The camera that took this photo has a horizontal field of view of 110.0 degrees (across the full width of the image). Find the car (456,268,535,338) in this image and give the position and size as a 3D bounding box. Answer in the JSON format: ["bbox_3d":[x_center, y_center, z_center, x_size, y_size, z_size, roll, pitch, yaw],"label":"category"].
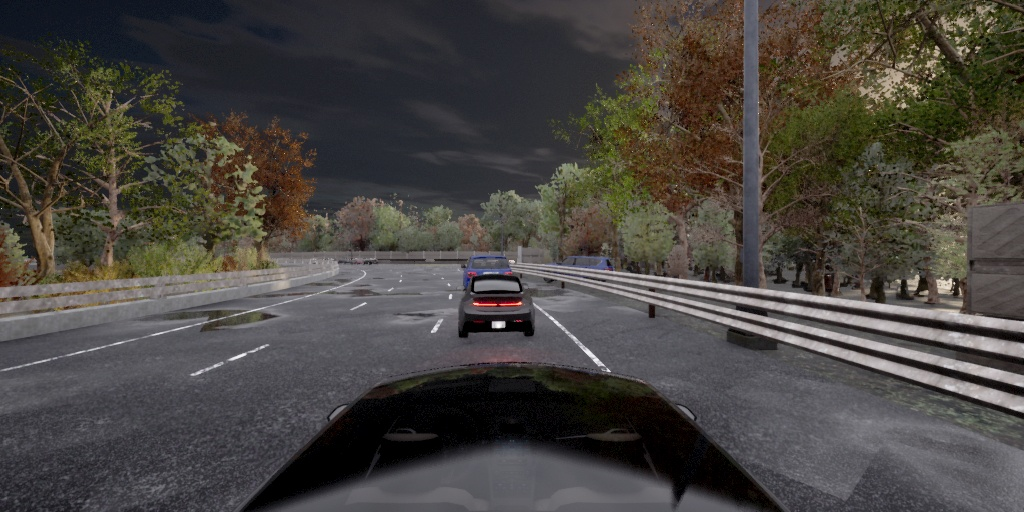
[{"bbox_3d":[-0.517,1.255,10.252,1.837,1.490,4.892,0,0,-5],"label":"car"}]

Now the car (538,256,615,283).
[{"bbox_3d":[4.686,1.002,26.179,5.566,2.045,2.150,3,1,25],"label":"car"}]

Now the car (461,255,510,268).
[{"bbox_3d":[-1.295,0.971,17.725,2.150,2.045,5.566,0,0,-9],"label":"car"}]
